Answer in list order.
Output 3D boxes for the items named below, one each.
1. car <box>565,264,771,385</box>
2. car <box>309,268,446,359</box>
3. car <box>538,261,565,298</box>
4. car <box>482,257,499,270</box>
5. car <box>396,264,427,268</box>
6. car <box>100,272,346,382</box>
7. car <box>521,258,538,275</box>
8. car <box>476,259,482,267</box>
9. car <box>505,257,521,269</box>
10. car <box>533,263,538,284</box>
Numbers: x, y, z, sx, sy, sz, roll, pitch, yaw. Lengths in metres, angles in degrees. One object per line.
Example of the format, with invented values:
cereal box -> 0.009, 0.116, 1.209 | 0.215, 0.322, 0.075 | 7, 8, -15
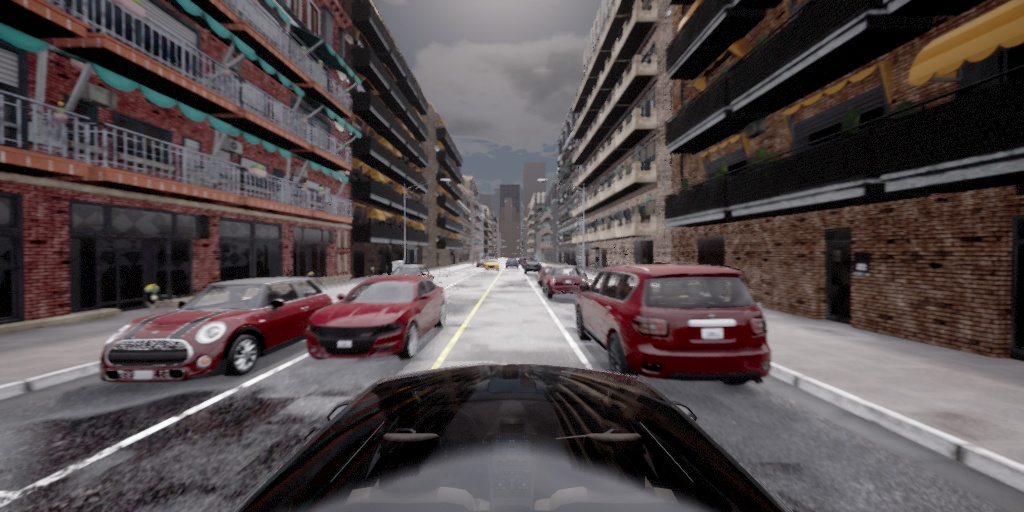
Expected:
car -> 2.555, 1.062, 6.932 | 2.192, 1.841, 5.009 | 0, 0, 0
car -> -2.848, 1.224, 8.595 | 1.882, 1.535, 5.008 | 0, 0, 0
car -> 2.574, 1.183, 18.260 | 1.967, 1.591, 4.097 | 0, 0, 0
car -> -2.801, 1.210, 51.102 | 1.882, 1.535, 5.008 | 0, 0, 0
car -> -5.311, 1.182, 18.471 | 1.967, 1.591, 4.097 | 0, 0, 0
car -> -5.315, 1.187, 7.168 | 1.967, 1.591, 4.097 | 0, 0, 0
car -> 2.240, 1.240, 39.577 | 1.837, 1.490, 4.892 | 0, 0, 0
car -> -5.299, 1.275, 63.680 | 1.888, 1.381, 4.507 | 0, 0, 0
car -> 0.016, 1.083, 57.113 | 2.097, 1.767, 4.553 | 0, 0, 0
car -> 2.571, 1.323, 23.925 | 1.802, 1.307, 4.207 | 0, 0, 0
